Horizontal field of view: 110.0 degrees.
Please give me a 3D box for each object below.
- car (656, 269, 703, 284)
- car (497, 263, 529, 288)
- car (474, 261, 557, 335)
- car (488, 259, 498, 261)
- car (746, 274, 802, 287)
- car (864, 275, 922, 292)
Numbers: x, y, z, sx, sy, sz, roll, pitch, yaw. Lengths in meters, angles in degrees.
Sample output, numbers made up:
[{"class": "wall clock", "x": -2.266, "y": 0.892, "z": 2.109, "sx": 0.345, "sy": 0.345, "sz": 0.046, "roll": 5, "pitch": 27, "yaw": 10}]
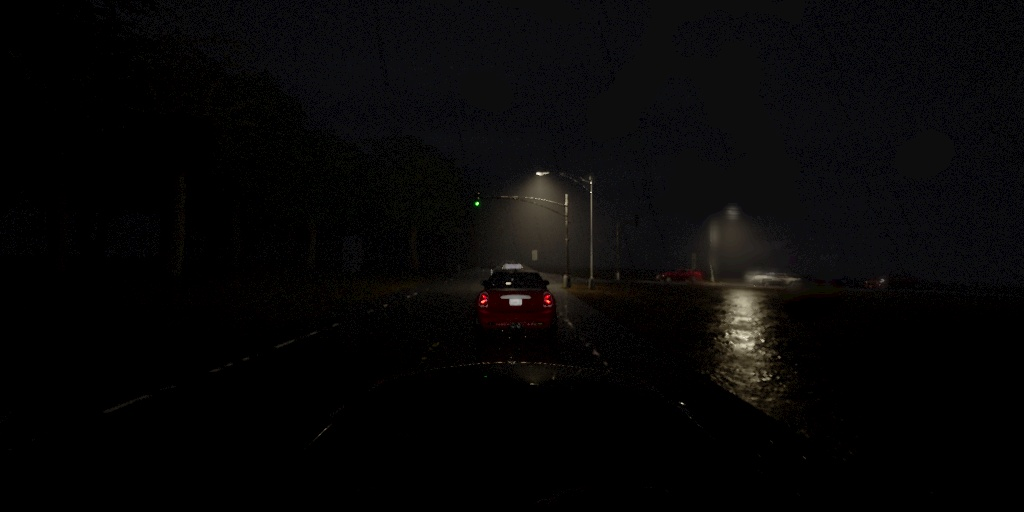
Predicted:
[{"class": "car", "x": 17.591, "y": 2.089, "z": 37.680, "sx": 4.674, "sy": 1.442, "sz": 1.812, "roll": 2, "pitch": -1, "yaw": -1}, {"class": "car", "x": 0.054, "y": 1.333, "z": 26.077, "sx": 2.128, "sy": 1.511, "sz": 4.902, "roll": 0, "pitch": 0, "yaw": 0}, {"class": "car", "x": 0.089, "y": 1.157, "z": 10.897, "sx": 2.097, "sy": 1.767, "sz": 4.553, "roll": 0, "pitch": 0, "yaw": 0}, {"class": "car", "x": -3.643, "y": 1.384, "z": 55.221, "sx": 1.994, "sy": 1.385, "sz": 4.181, "roll": 0, "pitch": 0, "yaw": 0}, {"class": "car", "x": 27.468, "y": 2.521, "z": 37.713, "sx": 4.718, "sy": 1.301, "sz": 1.895, "roll": 2, "pitch": -1, "yaw": 0}, {"class": "car", "x": 40.040, "y": 2.735, "z": 37.726, "sx": 4.553, "sy": 1.767, "sz": 2.097, "roll": 2, "pitch": -1, "yaw": 0}]
